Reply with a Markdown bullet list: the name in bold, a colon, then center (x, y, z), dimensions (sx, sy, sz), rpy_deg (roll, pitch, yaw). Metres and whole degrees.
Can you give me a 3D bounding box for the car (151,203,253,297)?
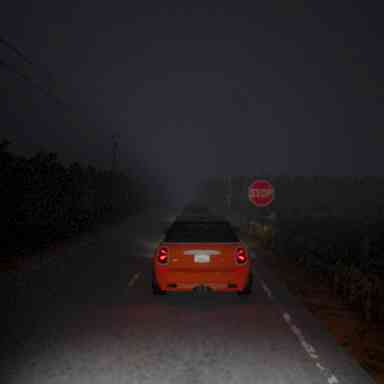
- **car**: center (0.226, 1.342, 8.745), dimensions (2.097, 1.767, 4.553), rpy_deg (0, 0, 1)
